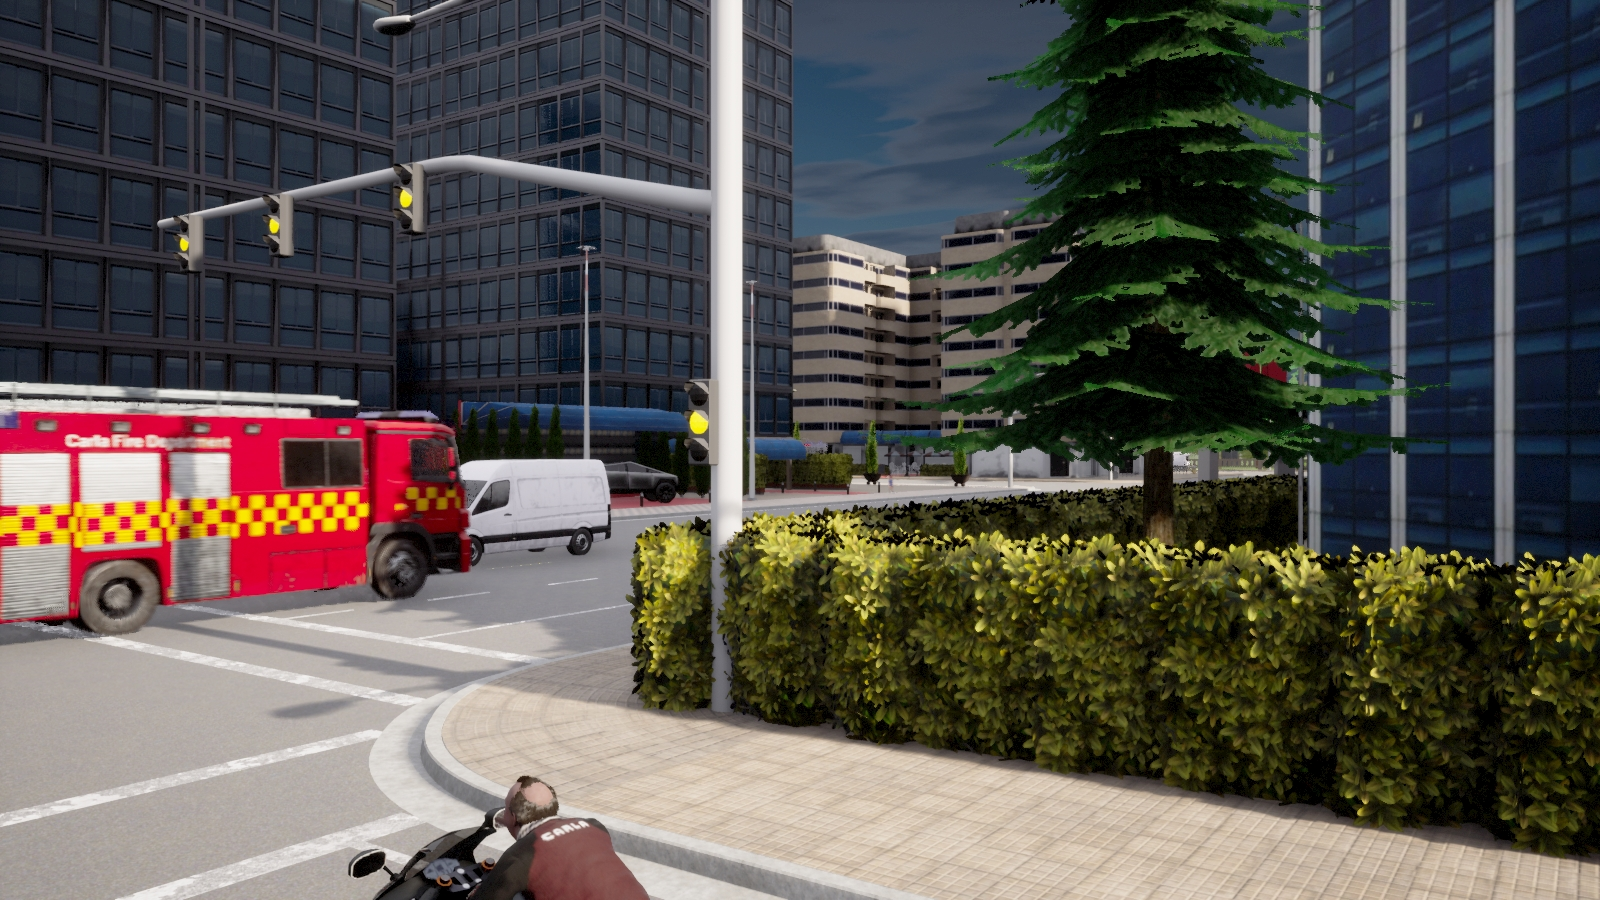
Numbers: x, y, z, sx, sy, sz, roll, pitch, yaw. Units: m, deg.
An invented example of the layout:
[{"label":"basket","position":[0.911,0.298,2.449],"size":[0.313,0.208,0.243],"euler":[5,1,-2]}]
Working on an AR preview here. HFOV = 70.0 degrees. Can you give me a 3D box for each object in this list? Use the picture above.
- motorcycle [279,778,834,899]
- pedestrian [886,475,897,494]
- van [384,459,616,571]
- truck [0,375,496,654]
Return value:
[{"label":"motorcycle","position":[-1.027,2.205,4.504],"size":[2.209,1.251,0.867],"euler":[0,0,35]},{"label":"pedestrian","position":[5.470,2.074,68.542],"size":[0.500,1.100,0.500],"euler":[0,0,33]},{"label":"van","position":[-7.573,1.533,29.577],"size":[1.988,2.561,5.915],"euler":[0,0,35]},{"label":"truck","position":[-9.613,0.889,20.006],"size":[2.891,3.827,8.468],"euler":[0,0,34]}]
